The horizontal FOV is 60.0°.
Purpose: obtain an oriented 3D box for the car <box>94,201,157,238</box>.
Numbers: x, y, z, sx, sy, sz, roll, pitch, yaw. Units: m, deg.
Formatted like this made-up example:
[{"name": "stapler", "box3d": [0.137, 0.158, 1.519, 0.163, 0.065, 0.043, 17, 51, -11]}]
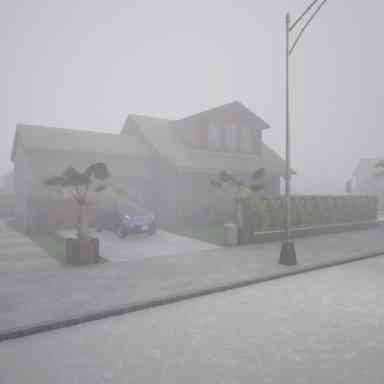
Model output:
[{"name": "car", "box3d": [-3.079, 1.174, 15.254, 1.845, 1.501, 3.633, 0, 0, -38]}]
